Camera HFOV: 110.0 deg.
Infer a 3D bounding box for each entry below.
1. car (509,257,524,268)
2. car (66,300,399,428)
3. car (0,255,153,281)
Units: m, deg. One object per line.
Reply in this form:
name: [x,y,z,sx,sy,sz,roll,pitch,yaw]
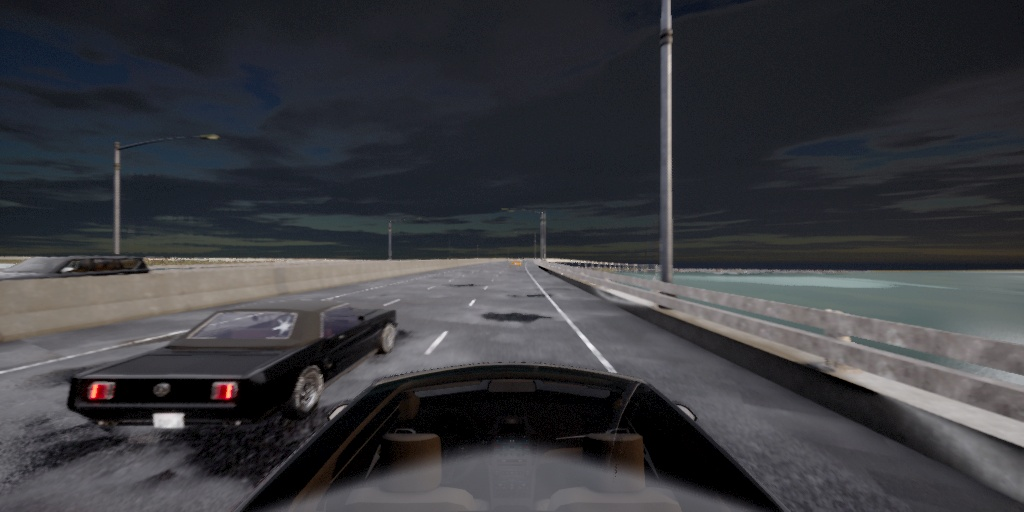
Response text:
car: [0.533,1.064,56.447,1.882,1.535,5.008,0,0,1]
car: [-3.396,1.356,5.778,1.895,1.301,4.718,0,0,0]
car: [-17.508,0.984,14.088,2.150,2.045,5.566,0,0,1]
